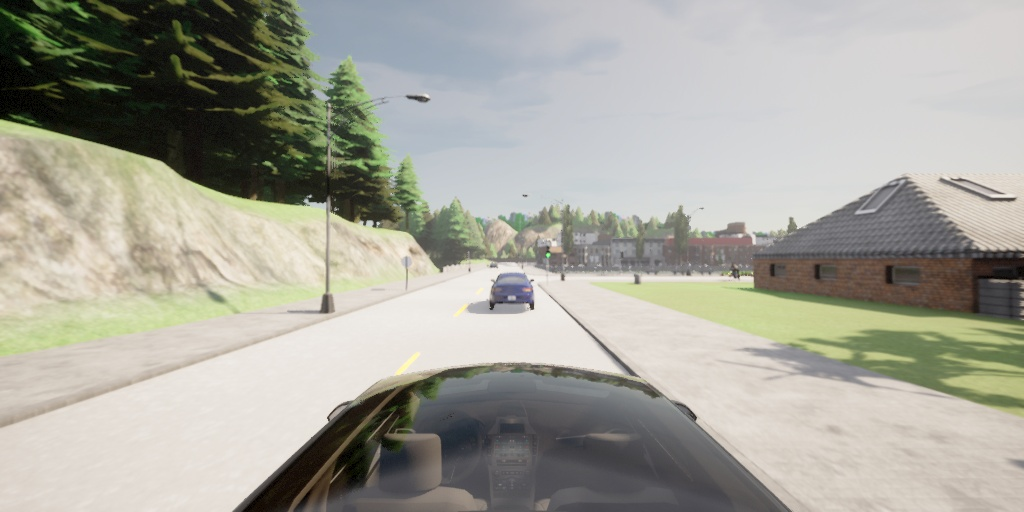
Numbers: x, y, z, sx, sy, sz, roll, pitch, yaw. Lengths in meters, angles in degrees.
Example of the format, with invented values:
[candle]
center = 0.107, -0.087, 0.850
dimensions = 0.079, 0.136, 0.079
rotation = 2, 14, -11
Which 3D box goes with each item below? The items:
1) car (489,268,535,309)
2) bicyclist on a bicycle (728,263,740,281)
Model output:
[car]
center = 0.017, 1.431, 15.720
dimensions = 1.812, 1.442, 4.674
rotation = 0, 0, 1
[bicyclist on a bicycle]
center = 20.163, 1.441, 32.567
dimensions = 0.582, 1.620, 1.656
rotation = 0, -1, 0
